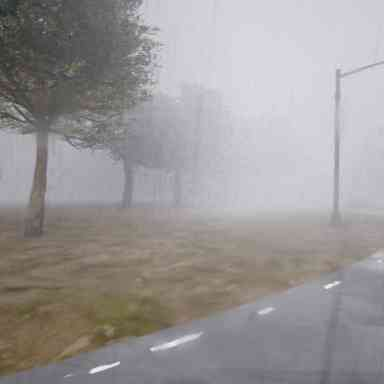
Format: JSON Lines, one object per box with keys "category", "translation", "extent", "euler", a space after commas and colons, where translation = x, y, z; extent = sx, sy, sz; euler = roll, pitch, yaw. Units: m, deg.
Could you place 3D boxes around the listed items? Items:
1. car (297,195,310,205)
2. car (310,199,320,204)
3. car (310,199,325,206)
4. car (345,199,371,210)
{"category": "car", "translation": [23.844, 1.685, 71.202], "extent": [2.150, 2.045, 5.566], "euler": [1, -1, 11]}
{"category": "car", "translation": [32.500, 2.478, 87.912], "extent": [1.895, 1.301, 4.718], "euler": [1, 0, 26]}
{"category": "car", "translation": [26.723, 2.131, 69.958], "extent": [2.033, 1.411, 5.357], "euler": [1, -1, 14]}
{"category": "car", "translation": [25.672, 1.818, 51.588], "extent": [2.097, 1.767, 4.553], "euler": [1, -1, 1]}
